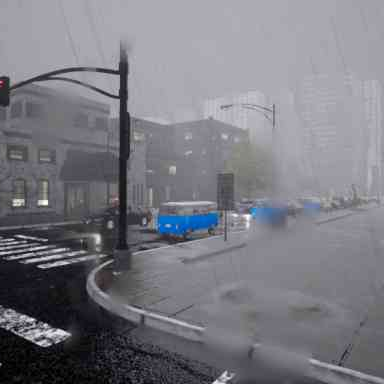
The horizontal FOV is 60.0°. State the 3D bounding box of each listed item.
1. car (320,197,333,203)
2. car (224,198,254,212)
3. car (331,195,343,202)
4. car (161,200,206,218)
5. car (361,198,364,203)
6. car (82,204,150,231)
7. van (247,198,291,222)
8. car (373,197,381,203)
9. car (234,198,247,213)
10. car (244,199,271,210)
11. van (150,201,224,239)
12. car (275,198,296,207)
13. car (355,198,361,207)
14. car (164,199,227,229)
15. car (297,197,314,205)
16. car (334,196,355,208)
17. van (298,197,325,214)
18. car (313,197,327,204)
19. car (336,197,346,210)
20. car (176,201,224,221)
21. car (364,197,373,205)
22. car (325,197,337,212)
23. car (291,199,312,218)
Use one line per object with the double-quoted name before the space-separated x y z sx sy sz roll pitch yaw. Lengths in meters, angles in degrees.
"car" 31.080 1.792 76.717 1.947 1.339 4.313 0 0 35
"car" 5.732 1.506 40.542 1.967 1.590 4.097 0 0 35
"car" 37.418 1.712 85.761 1.967 1.590 4.097 0 0 35
"car" -0.705 1.558 31.358 1.752 1.417 4.829 0 0 35
"car" 28.525 1.748 58.467 1.752 1.417 4.829 0 0 35
"car" -4.653 1.528 21.207 1.837 1.490 4.892 1 0 35
"van" 6.246 1.436 26.674 1.690 1.788 3.998 0 0 35
"car" 44.271 1.899 80.938 1.947 1.339 4.313 0 0 35
"car" 6.491 1.604 37.084 1.812 1.442 4.674 1 0 35
"car" 8.899 1.628 45.064 1.887 1.381 4.507 0 0 35
"van" -0.091 1.406 17.629 1.690 1.788 3.998 0 0 35
"car" 15.237 1.665 54.107 1.887 1.381 4.507 0 0 35
"car" 25.260 1.516 53.807 2.192 1.841 5.009 0 0 35
"car" 0.387 1.409 22.863 2.097 1.767 4.553 1 0 35
"car" 21.574 1.705 63.151 1.887 1.381 4.507 0 0 35
"car" 22.091 1.497 49.284 2.192 1.841 5.009 0 0 35
"van" 12.584 1.469 35.718 1.690 1.788 3.998 0 0 35
"car" 27.814 1.728 72.056 1.752 1.417 4.829 0 0 35
"car" 18.920 1.729 44.761 1.947 1.339 4.313 0 0 35
"car" 0.810 1.554 29.001 1.837 1.490 4.892 1 0 35
"car" 34.764 1.809 67.372 1.887 1.381 4.507 0 0 35
"car" 15.850 1.671 40.379 1.752 1.417 4.829 0 0 35
"car" 9.414 1.655 31.195 1.887 1.381 4.507 0 0 35
